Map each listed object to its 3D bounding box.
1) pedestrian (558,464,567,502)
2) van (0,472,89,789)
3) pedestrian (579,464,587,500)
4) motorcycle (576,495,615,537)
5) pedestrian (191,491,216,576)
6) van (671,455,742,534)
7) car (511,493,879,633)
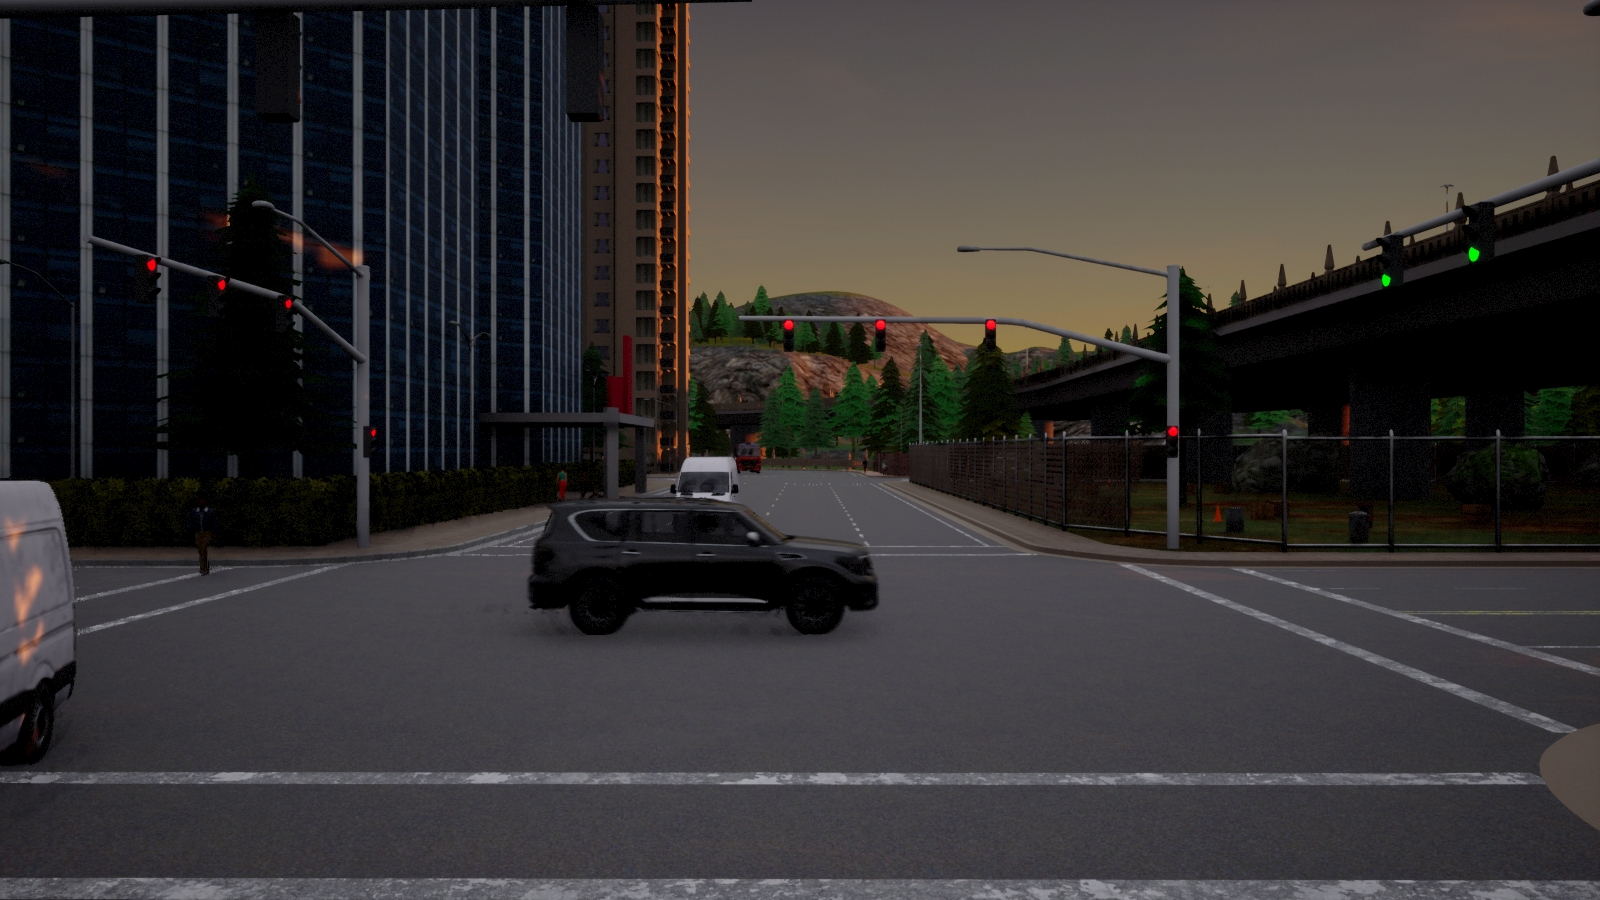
[{"bbox_3d":[-11.726,1.641,56.307,0.375,1.860,0.375,0,0,-1],"label":"pedestrian"},{"bbox_3d":[-7.294,1.485,8.404,1.988,2.561,5.915,1,0,-17],"label":"van"},{"bbox_3d":[-11.294,1.642,59.497,0.375,1.860,0.375,0,0,-7],"label":"pedestrian"},{"bbox_3d":[-6.735,2.150,37.693,0.867,1.251,2.209,0,0,0],"label":"motorcycle"},{"bbox_3d":[-13.278,1.848,25.432,0.375,1.860,0.375,0,0,-8],"label":"pedestrian"},{"bbox_3d":[-3.226,1.479,40.346,1.988,2.561,5.915,0,0,0],"label":"van"},{"bbox_3d":[-1.587,1.750,18.371,5.566,2.045,2.150,0,0,0],"label":"car"}]
